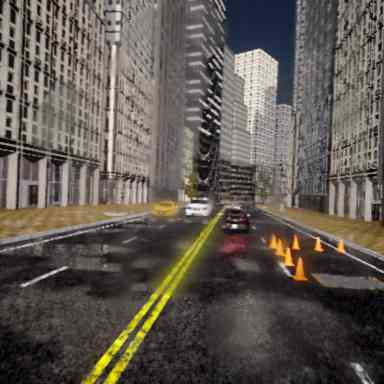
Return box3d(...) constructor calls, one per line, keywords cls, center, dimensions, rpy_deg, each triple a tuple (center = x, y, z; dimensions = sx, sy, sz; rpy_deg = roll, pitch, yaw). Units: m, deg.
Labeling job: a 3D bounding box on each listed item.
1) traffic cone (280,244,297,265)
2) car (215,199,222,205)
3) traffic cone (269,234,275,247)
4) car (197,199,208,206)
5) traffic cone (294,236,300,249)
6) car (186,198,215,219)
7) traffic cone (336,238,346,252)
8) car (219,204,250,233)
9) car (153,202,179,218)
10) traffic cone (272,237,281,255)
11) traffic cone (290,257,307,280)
box3d(cls="traffic cone", center=(3.336, 2.215, 11.535), dimensions=(0.340, 0.580, 0.340), rpy_deg=(2, -1, 7))
box3d(cls="car", center=(5.696, 2.427, 74.557), dimensions=(1.837, 1.490, 4.892), rpy_deg=(2, -1, 7))
box3d(cls="traffic cone", center=(3.808, 2.276, 15.506), dimensions=(0.340, 0.580, 0.340), rpy_deg=(2, -1, 7))
box3d(cls="car", center=(2.470, 2.348, 74.942), dimensions=(1.994, 1.385, 4.181), rpy_deg=(2, -1, 7))
box3d(cls="traffic cone", center=(4.800, 2.316, 15.386), dimensions=(0.340, 0.580, 0.340), rpy_deg=(2, -1, 7))
box3d(cls="car", center=(0.767, 1.604, 33.788), dimensions=(2.150, 2.045, 5.566), rpy_deg=(2, -1, 7))
box3d(cls="traffic cone", center=(6.784, 2.397, 15.150), dimensions=(0.340, 0.580, 0.340), rpy_deg=(2, -1, 7))
box3d(cls="car", center=(2.916, 1.862, 22.834), dimensions=(1.837, 1.490, 4.892), rpy_deg=(2, -1, 7))
box3d(cls="car", center=(-2.529, 1.718, 33.619), dimensions=(1.882, 1.535, 5.008), rpy_deg=(2, -1, 7))
box3d(cls="traffic cone", center=(3.572, 2.245, 13.520), dimensions=(0.340, 0.580, 0.340), rpy_deg=(2, -1, 7))
box3d(cls="traffic cone", center=(3.100, 2.185, 9.549), dimensions=(0.340, 0.580, 0.340), rpy_deg=(2, -1, 7))
